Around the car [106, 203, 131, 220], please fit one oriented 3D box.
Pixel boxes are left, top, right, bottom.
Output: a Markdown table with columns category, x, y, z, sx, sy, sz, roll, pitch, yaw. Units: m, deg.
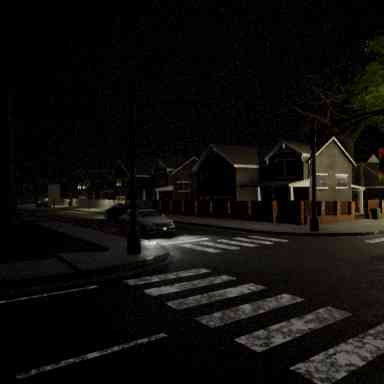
| category | x | y | z | sx | sy | sz | roll | pitch | yaw |
| --- | --- | --- | --- | --- | --- | --- | --- | --- | --- |
| car | -6.164 | 1.747 | 29.657 | 2.128 | 1.511 | 4.902 | -1 | 0 | -35 |

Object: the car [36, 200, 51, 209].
| category | x | y | z | sx | sy | sz | roll | pitch | yaw |
| --- | --- | --- | --- | --- | --- | --- | --- | --- | --- |
| car | -26.072 | 2.156 | 58.373 | 2.128 | 1.511 | 4.902 | -1 | 0 | -35 |

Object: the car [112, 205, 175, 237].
| category | x | y | z | sx | sy | sz | roll | pitch | yaw |
| --- | --- | --- | --- | --- | --- | --- | --- | --- | --- |
| car | -2.805 | 1.718 | 19.735 | 1.812 | 1.442 | 4.674 | -1 | 0 | -35 |
